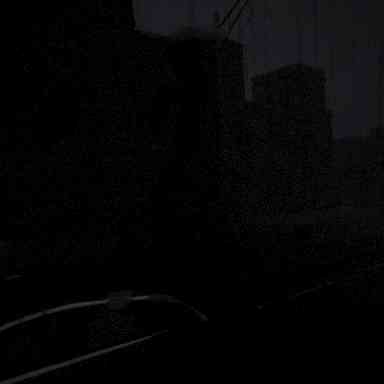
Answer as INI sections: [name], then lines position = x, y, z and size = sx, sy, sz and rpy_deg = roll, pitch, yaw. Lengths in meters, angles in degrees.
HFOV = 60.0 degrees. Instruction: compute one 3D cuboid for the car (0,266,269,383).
[car]
position = -1.465, 1.517, 2.837
size = 4.902, 1.511, 2.128
rpy_deg = 1, -1, -36
